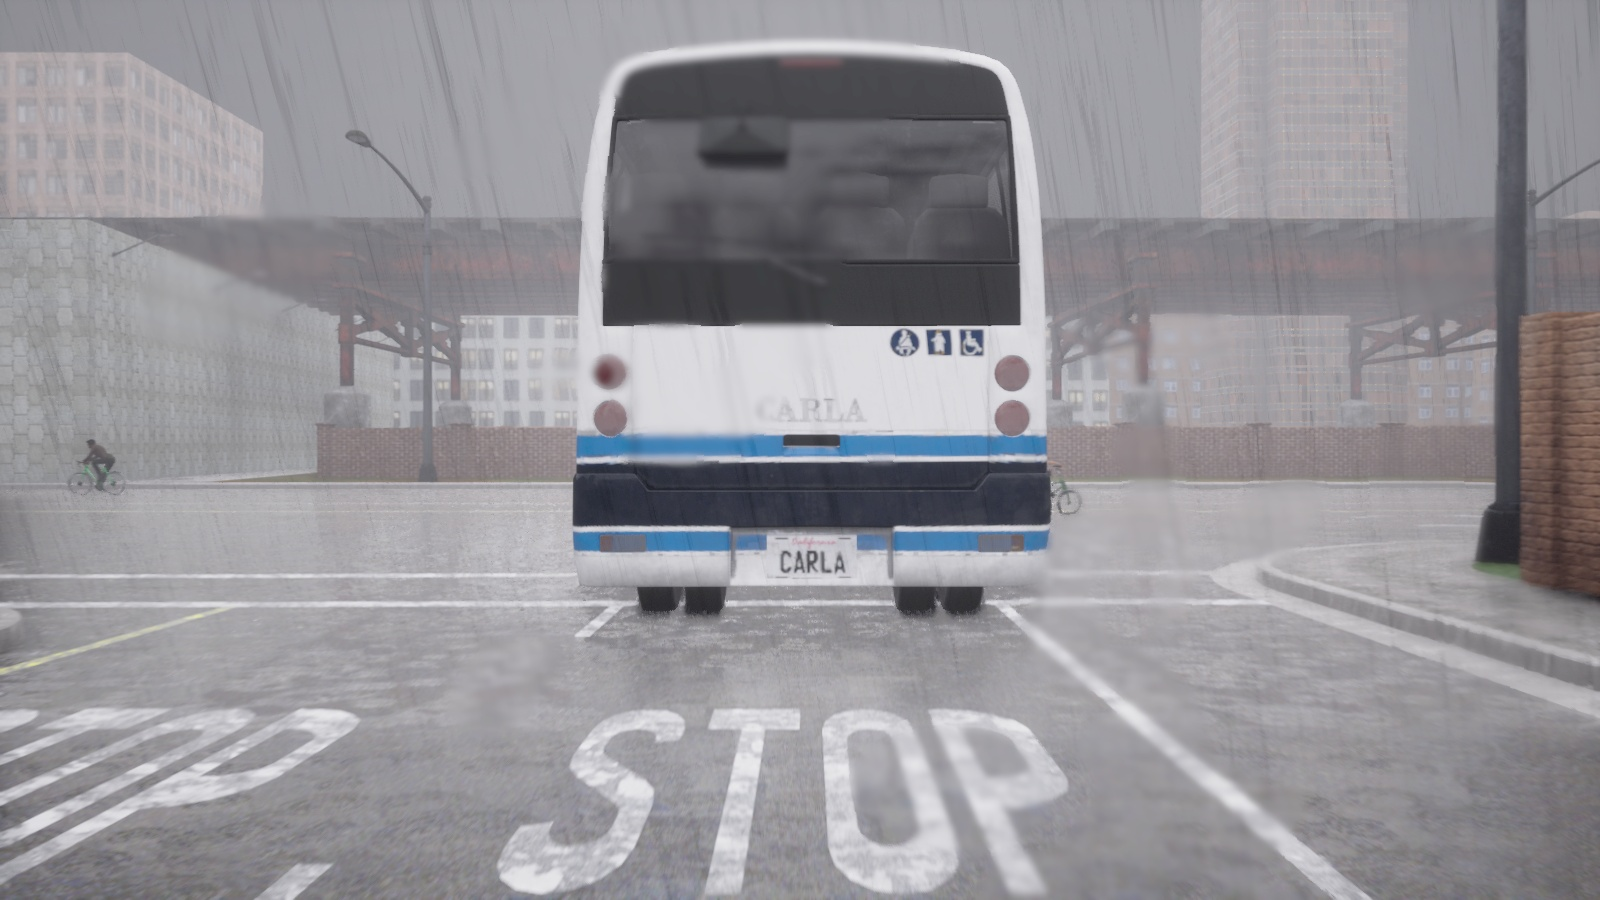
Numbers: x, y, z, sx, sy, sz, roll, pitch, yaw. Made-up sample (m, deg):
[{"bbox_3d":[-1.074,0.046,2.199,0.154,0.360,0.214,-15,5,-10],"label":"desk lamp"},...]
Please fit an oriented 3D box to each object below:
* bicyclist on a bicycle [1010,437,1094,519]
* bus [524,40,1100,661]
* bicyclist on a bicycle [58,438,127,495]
[{"bbox_3d":[5.045,0.545,25.221,1.509,1.612,0.866,0,0,1],"label":"bicyclist on a bicycle"},{"bbox_3d":[0.097,-0.708,13.752,3.944,4.253,10.273,0,0,0],"label":"bus"},{"bbox_3d":[-20.358,0.479,36.133,1.656,1.620,0.582,0,0,1],"label":"bicyclist on a bicycle"}]
